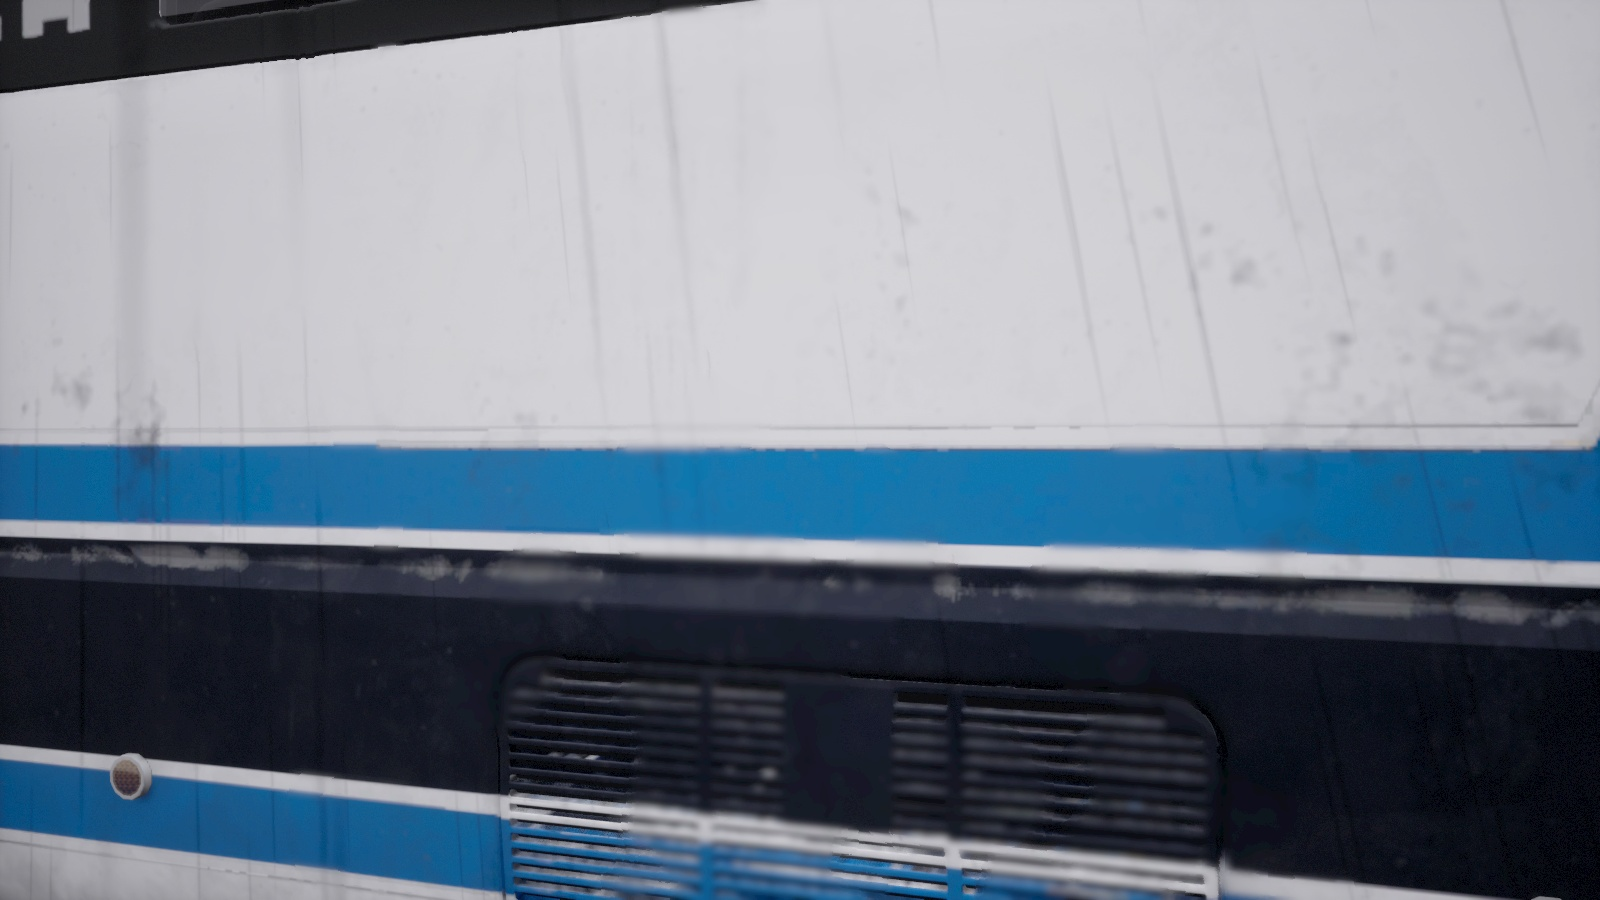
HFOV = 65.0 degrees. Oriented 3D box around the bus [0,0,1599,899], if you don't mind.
[{"bbox_3d":[-0.127,-0.610,3.748,10.273,4.253,3.944,1,1,19],"label":"bus"}]
